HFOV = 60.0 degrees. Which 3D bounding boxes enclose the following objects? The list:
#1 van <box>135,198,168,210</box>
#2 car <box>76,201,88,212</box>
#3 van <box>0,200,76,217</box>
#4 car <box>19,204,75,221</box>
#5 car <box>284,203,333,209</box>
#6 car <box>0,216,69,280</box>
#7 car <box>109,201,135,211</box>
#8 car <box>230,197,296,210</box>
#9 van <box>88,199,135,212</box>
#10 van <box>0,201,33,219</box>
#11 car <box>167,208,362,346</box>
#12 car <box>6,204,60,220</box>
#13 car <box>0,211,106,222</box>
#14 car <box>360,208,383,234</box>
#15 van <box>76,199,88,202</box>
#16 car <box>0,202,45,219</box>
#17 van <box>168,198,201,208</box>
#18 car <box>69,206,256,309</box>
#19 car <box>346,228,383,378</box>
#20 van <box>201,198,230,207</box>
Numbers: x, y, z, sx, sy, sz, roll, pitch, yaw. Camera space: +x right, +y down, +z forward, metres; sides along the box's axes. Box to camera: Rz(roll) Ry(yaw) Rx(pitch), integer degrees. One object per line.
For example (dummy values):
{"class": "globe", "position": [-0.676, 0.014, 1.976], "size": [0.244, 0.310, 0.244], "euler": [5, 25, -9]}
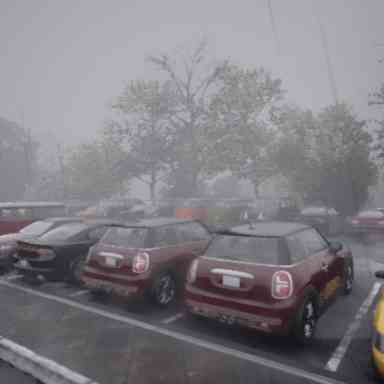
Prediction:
{"class": "van", "position": [-1.871, 1.440, 25.501], "size": [1.878, 1.987, 4.442], "euler": [-1, -1, 36]}
{"class": "car", "position": [-8.539, 1.862, 30.190], "size": [1.946, 1.575, 5.366], "euler": [-2, -1, 36]}
{"class": "van", "position": [-7.240, 1.412, 13.259], "size": [1.878, 1.987, 4.442], "euler": [-1, 0, 36]}
{"class": "car", "position": [-15.192, 2.084, 35.171], "size": [2.097, 1.535, 5.008], "euler": [-2, -1, 36]}
{"class": "car", "position": [7.314, 1.550, 19.064], "size": [2.097, 1.535, 5.008], "euler": [-1, 0, 36]}
{"class": "car", "position": [-2.659, 1.581, 10.117], "size": [2.097, 1.535, 5.008], "euler": [-1, 0, 36]}
{"class": "car", "position": [-3.927, 1.719, 27.122], "size": [2.097, 1.535, 5.008], "euler": [-2, -1, 36]}
{"class": "car", "position": [4.944, 1.329, 20.732], "size": [2.435, 2.045, 5.566], "euler": [-1, 0, 36]}
{"class": "van", "position": [-6.255, 1.566, 28.638], "size": [1.878, 1.987, 4.442], "euler": [-2, -1, 36]}
{"class": "van", "position": [-21.882, 2.077, 40.109], "size": [1.878, 1.987, 4.442], "euler": [-2, -1, 36]}
{"class": "car", "position": [1.840, 1.398, 6.865], "size": [2.185, 1.767, 4.553], "euler": [-1, 0, 36]}
{"class": "car", "position": [-17.546, 2.160, 36.856], "size": [2.097, 1.535, 5.008], "euler": [-2, -1, 36]}
{"class": "car", "position": [-4.911, 1.650, 11.739], "size": [2.002, 1.452, 4.674], "euler": [-1, 0, 36]}
{"class": "car", "position": [9.569, 1.562, 17.454], "size": [2.002, 1.452, 4.674], "euler": [-1, 0, 36]}
{"class": "van", "position": [-10.622, 1.712, 32.051], "size": [1.878, 1.987, 4.442], "euler": [-2, -1, 36]}
{"class": "car", "position": [-19.714, 2.104, 38.376], "size": [2.185, 1.767, 4.553], "euler": [-2, -1, 36]}
{"class": "van", "position": [0.625, 1.410, 24.001], "size": [1.878, 1.987, 4.442], "euler": [-1, 0, 36]}
{"class": "car", "position": [-0.417, 1.427, 8.481], "size": [2.185, 1.767, 4.553], "euler": [-1, 0, 36]}
{"class": "car", "position": [4.009, 1.493, 5.123], "size": [1.946, 1.575, 5.366], "euler": [-1, 0, 36]}
{"class": "van", "position": [2.776, 1.383, 22.462], "size": [1.878, 1.987, 4.442], "euler": [-1, 0, 36]}
